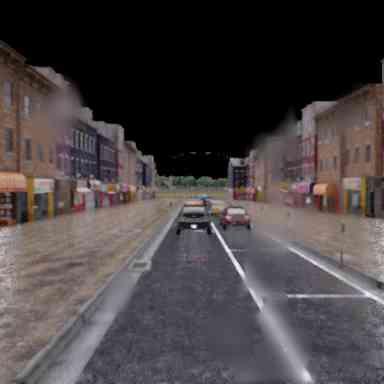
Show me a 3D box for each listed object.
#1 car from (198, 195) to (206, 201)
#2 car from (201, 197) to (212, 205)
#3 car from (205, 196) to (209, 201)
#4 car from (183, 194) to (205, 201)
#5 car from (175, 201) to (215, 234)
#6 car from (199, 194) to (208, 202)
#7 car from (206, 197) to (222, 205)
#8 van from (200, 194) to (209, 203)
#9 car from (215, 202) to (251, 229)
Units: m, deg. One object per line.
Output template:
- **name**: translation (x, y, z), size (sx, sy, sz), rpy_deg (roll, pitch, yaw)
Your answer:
- **car**: translation (2.614, 1.498, 87.330), size (1.947, 1.339, 4.313), rpy_deg (-1, 0, 0)
- **car**: translation (2.617, 1.531, 59.668), size (1.802, 1.307, 4.206), rpy_deg (-1, 0, 0)
- **car**: translation (2.618, 1.516, 37.538), size (2.008, 1.369, 4.403), rpy_deg (-1, 0, 0)
- **car**: translation (0.096, 1.318, 36.946), size (2.097, 1.767, 4.553), rpy_deg (0, 0, 0)
- **car**: translation (0.098, 1.486, 19.252), size (1.837, 1.490, 4.892), rpy_deg (0, 0, 0)
- **car**: translation (2.612, 1.379, 76.265), size (1.967, 1.590, 4.097), rpy_deg (-1, 0, 0)
- **car**: translation (2.618, 1.495, 32.175), size (1.752, 1.417, 4.829), rpy_deg (-1, 0, 0)
- **van**: translation (2.610, 1.283, 70.733), size (1.690, 1.788, 3.998), rpy_deg (-1, 0, 0)
- **car**: translation (2.620, 1.562, 20.940), size (1.802, 1.307, 4.206), rpy_deg (-1, 0, 0)
